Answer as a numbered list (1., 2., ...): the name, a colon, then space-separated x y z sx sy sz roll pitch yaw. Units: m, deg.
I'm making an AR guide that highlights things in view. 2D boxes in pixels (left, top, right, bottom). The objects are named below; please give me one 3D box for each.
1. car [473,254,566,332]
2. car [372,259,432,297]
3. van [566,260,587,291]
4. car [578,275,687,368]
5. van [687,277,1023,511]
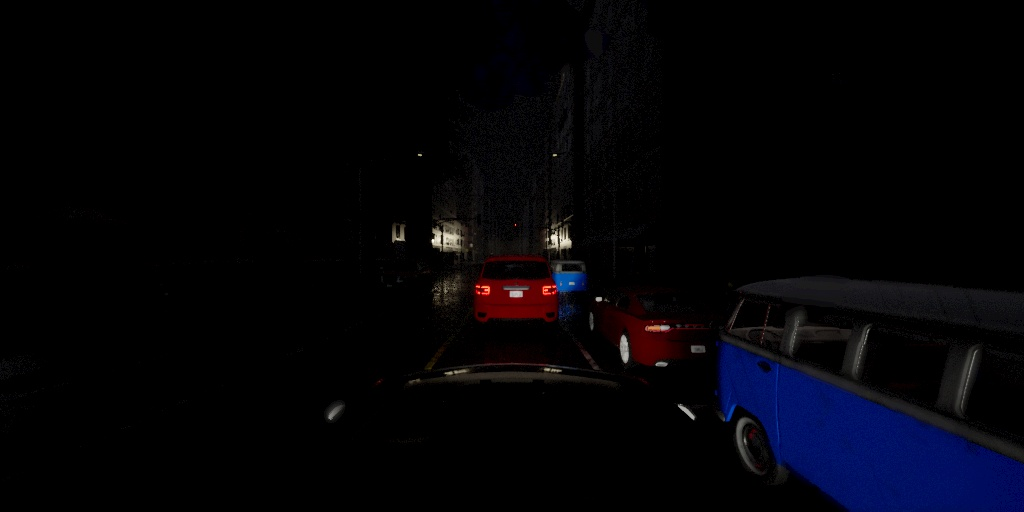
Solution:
1. car: 0.113 0.970 10.954 2.150 2.045 5.566 0 0 0
2. car: -5.647 1.060 19.025 2.192 1.841 5.009 0 0 0
3. van: 2.878 1.086 19.054 1.690 1.789 3.998 0 0 0
4. car: 2.863 1.294 7.733 1.888 1.381 4.507 0 0 0
5. van: 2.856 1.091 2.072 1.690 1.789 3.998 0 0 0
